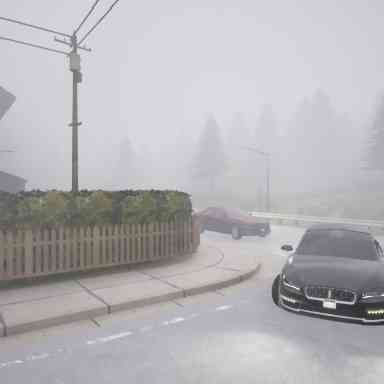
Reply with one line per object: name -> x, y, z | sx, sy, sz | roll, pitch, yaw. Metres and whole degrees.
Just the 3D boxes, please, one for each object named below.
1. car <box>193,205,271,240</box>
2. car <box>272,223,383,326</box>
car -> 1.922, 1.478, 17.479 | 1.882, 1.535, 5.008 | 0, 0, -33
car -> 3.221, 1.505, 7.343 | 1.837, 1.490, 4.892 | 0, 0, 27
